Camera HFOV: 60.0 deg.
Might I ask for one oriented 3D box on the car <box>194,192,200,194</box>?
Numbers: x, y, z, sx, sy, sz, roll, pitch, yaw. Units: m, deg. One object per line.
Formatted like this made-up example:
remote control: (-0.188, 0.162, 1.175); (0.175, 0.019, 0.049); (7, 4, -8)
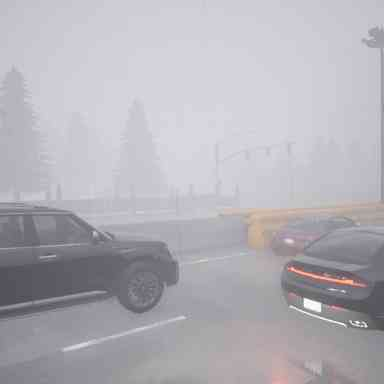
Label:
car: (1.045, 0.841, 76.657); (2.128, 1.511, 4.902); (-1, 1, 3)

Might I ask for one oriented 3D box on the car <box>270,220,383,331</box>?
car: (3.797, 1.436, 6.455); (4.892, 1.490, 1.837); (-1, 1, -35)

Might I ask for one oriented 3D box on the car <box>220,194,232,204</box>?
car: (4.953, 1.064, 49.785); (1.812, 1.442, 4.674); (-1, 1, -35)

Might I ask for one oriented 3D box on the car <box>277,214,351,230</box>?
car: (4.609, 1.442, 11.323); (4.181, 1.385, 1.994); (-1, 1, -35)

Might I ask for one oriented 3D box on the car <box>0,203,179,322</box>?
car: (-2.923, 1.217, 5.960); (5.566, 2.045, 2.150); (0, 0, -36)
